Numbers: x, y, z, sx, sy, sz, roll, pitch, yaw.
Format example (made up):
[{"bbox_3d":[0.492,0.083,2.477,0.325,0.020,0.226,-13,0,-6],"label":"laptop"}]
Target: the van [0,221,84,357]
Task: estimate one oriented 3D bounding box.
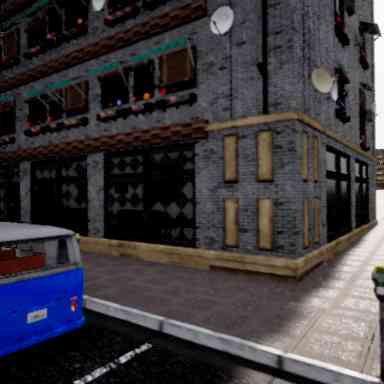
[{"bbox_3d":[-3.500,1.368,5.372,3.998,1.788,1.690,0,-1,35],"label":"van"}]
